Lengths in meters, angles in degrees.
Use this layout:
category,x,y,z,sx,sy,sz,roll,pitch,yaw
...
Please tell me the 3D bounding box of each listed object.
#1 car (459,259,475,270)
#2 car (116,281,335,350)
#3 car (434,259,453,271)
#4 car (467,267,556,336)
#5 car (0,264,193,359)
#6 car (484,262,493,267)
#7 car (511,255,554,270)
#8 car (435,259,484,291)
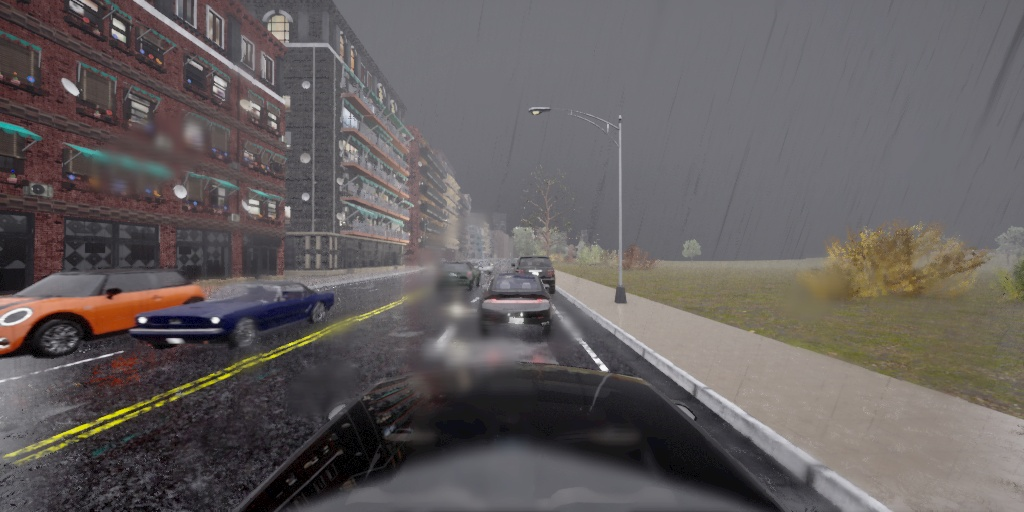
category,x,y,z,sx,sy,sz,roll,pitch,yaw
car,-6.545,1.258,52.660,1.837,1.490,4.892,0,0,0
car,-6.591,1.352,9.234,1.895,1.301,4.718,0,0,0
car,-9.798,1.258,51.452,1.837,1.490,4.892,0,0,0
car,0.110,1.243,10.442,2.128,1.511,4.902,0,0,0
car,-9.842,1.103,8.417,2.097,1.767,4.553,0,0,0
car,-3.113,1.355,39.911,1.895,1.301,4.718,0,0,0
car,1.157,0.978,20.310,2.150,2.045,5.566,0,0,0
car,-3.129,1.104,21.857,2.097,1.767,4.553,0,0,1
